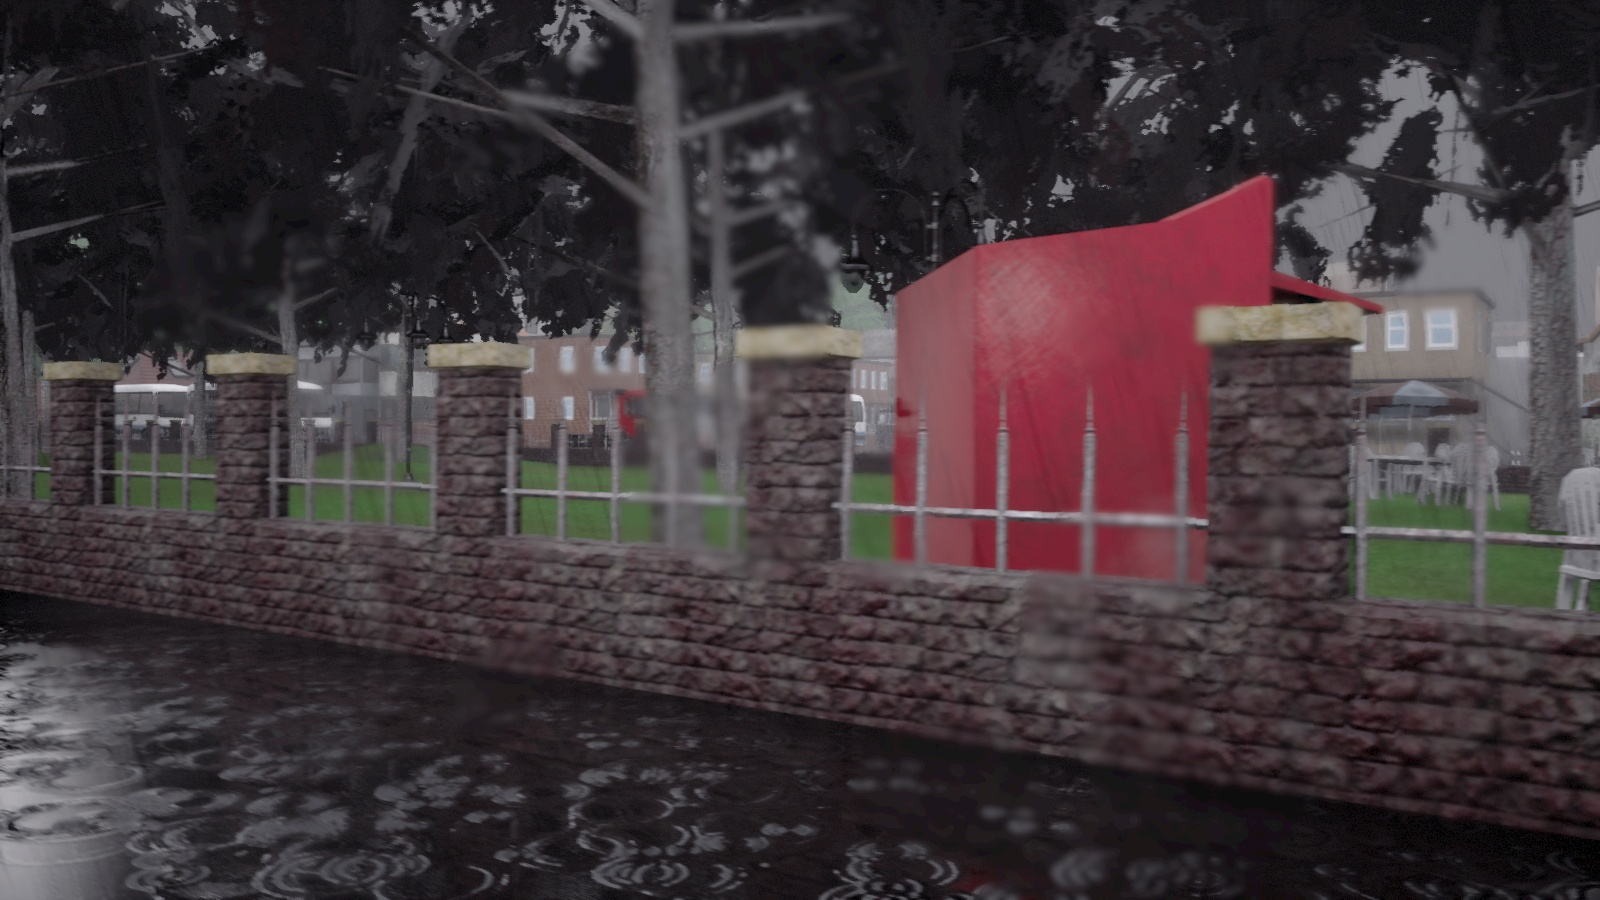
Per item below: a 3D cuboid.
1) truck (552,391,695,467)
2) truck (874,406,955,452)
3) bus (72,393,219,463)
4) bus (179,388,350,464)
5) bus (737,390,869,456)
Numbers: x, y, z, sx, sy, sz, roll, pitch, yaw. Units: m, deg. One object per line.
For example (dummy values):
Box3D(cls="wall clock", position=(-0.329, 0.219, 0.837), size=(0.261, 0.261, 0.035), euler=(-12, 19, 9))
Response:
Box3D(cls="truck", position=(-8.714, -1.008, 61.213), size=(2.891, 3.462, 7.936), euler=(-1, 1, -42))
Box3D(cls="truck", position=(9.059, -1.683, 98.786), size=(2.891, 3.462, 7.936), euler=(0, 1, 34))
Box3D(cls="bus", position=(-42.520, -1.373, 81.480), size=(10.273, 4.253, 3.944), euler=(0, 1, 34))
Box3D(cls="bus", position=(-31.883, -1.376, 74.675), size=(10.273, 4.253, 3.944), euler=(0, 1, 30))
Box3D(cls="bus", position=(0.399, -1.821, 85.794), size=(3.944, 4.253, 10.273), euler=(0, 1, 34))
